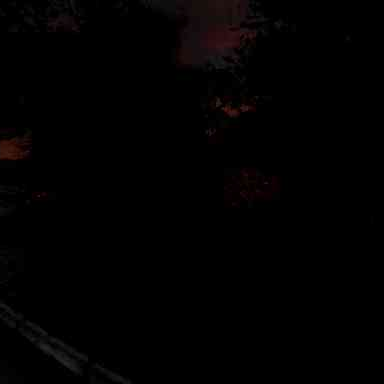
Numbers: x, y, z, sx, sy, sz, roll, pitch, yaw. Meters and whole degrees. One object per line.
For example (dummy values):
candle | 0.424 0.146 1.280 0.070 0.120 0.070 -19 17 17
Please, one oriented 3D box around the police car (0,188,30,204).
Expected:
police car | -23.129 0.625 43.429 1.930 1.638 5.238 0 2 -14

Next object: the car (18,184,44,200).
car | -25.704 0.148 53.157 2.150 2.045 5.566 0 2 -17

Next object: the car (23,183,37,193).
car | -36.669 -0.832 75.078 2.150 2.045 5.566 0 3 -34

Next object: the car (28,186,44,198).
car | -27.623 -0.035 59.015 2.150 2.045 5.566 0 2 -20
